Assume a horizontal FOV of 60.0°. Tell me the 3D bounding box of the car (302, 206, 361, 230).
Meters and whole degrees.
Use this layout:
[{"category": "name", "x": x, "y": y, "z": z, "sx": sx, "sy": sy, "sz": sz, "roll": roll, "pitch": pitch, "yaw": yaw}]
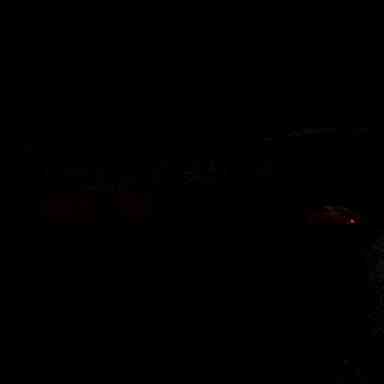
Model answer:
[{"category": "car", "x": 9.577, "y": 1.726, "z": 23.299, "sx": 1.882, "sy": 1.535, "sz": 5.008, "roll": 0, "pitch": -1, "yaw": -11}]
